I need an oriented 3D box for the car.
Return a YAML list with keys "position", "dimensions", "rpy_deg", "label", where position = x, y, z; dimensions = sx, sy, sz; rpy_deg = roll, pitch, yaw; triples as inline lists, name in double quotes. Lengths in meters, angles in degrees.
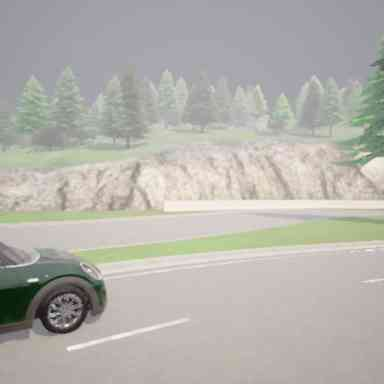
- position: [-3.722, 1.341, 5.285]
  dimensions: [4.553, 1.767, 2.097]
  rpy_deg: [1, 0, -35]
  label: "car"
